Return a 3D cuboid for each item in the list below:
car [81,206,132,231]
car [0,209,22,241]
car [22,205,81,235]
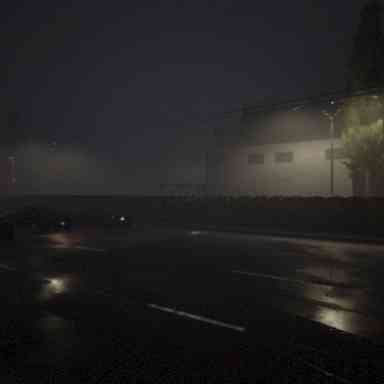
[{"bbox_3d":[-5.782,1.575,21.014,4.181,1.385,1.994,0,0,36],"label":"car"},{"bbox_3d":[-10.083,1.575,15.485,4.181,1.385,1.994,0,0,36],"label":"car"},{"bbox_3d":[-8.780,1.489,18.855,5.008,1.535,1.882,0,0,36],"label":"car"}]
